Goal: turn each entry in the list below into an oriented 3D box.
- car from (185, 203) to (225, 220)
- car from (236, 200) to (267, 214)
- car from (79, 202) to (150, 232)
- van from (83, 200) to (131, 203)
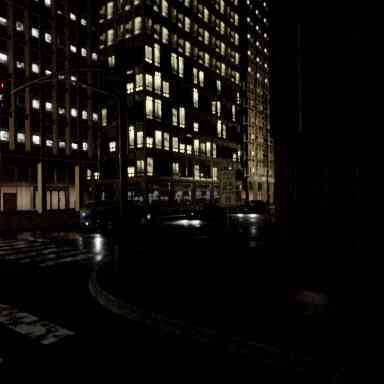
[{"bbox_3d":[1.188,1.649,29.095,1.994,1.385,4.181,-1,-1,36],"label":"car"},{"bbox_3d":[7.087,1.631,37.281,1.812,1.442,4.674,-1,-1,36],"label":"car"},{"bbox_3d":[-4.676,1.571,20.993,1.837,1.490,4.892,-1,-1,33],"label":"car"},{"bbox_3d":[-6.017,1.460,23.528,1.690,1.788,3.998,-2,-1,36],"label":"van"}]
